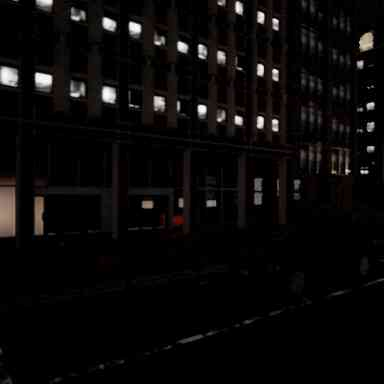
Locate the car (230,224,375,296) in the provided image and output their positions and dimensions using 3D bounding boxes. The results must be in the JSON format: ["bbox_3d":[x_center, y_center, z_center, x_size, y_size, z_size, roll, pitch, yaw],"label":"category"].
[{"bbox_3d":[3.000,1.559,8.691,4.507,1.381,1.887,0,0,-35],"label":"car"}]

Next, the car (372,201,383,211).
[{"bbox_3d":[22.354,1.612,36.951,1.802,1.307,4.206,1,0,-36],"label":"car"}]

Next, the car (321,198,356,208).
[{"bbox_3d":[22.471,1.594,51.177,1.752,1.417,4.829,1,0,-36],"label":"car"}]

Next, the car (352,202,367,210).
[{"bbox_3d":[19.156,1.545,41.416,1.752,1.417,4.829,1,0,-36],"label":"car"}]
